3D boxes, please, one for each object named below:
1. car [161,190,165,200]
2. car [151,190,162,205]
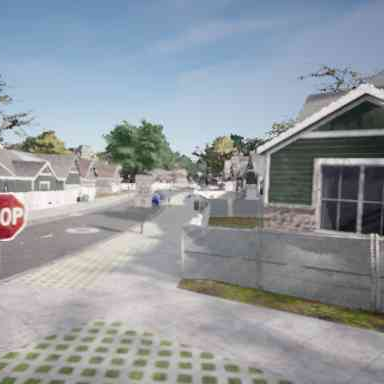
[{"bbox_3d":[-5.746,0.360,57.364,2.097,1.767,4.553,3,2,-1],"label":"car"},{"bbox_3d":[-5.316,0.868,43.783,1.882,1.535,5.008,2,1,-3],"label":"car"}]
